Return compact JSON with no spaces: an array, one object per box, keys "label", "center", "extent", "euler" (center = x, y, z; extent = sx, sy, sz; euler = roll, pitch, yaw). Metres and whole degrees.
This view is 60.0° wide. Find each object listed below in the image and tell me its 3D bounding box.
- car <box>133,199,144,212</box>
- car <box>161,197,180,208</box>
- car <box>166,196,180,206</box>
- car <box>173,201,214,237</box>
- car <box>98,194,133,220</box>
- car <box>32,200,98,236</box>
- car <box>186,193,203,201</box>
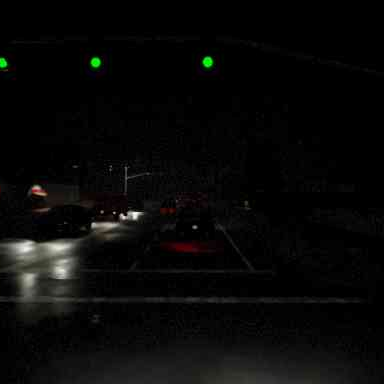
[{"label":"car","center":[-6.786,1.526,38.606],"extent":[1.994,1.385,4.181],"euler":[0,0,1]},{"label":"car","center":[-3.185,1.446,46.184],"extent":[2.128,1.511,4.902],"euler":[0,0,1]},{"label":"car","center":[-3.095,1.492,56.495],"extent":[2.033,1.411,5.357],"euler":[0,0,1]},{"label":"car","center":[0.157,1.460,17.820],"extent":[1.882,1.535,5.008],"euler":[0,0,0]},{"label":"car","center":[-6.929,1.193,28.534],"extent":[2.150,2.045,5.566],"euler":[0,0,1]},{"label":"car","center":[-7.040,1.460,18.548],"extent":[1.882,1.535,5.008],"euler":[0,0,1]},{"label":"car","center":[0.310,1.177,45.478],"extent":[2.150,2.045,5.566],"euler":[0,0,1]}]
